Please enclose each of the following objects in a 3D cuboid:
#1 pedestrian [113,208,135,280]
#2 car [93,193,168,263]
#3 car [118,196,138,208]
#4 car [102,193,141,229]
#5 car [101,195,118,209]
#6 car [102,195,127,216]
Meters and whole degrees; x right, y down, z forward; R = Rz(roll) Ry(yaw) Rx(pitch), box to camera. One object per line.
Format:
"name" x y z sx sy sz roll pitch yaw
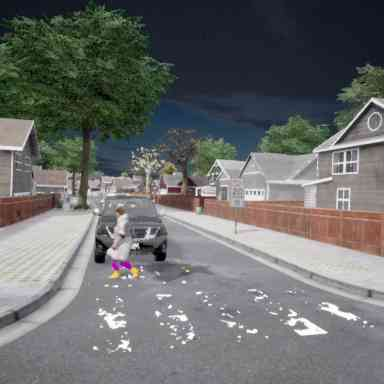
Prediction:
"pedestrian" -1.702 1.224 8.292 0.375 1.860 0.375 1 1 -14
"car" -2.297 1.157 12.047 2.150 2.045 5.566 2 0 -14
"car" -9.255 1.367 47.785 2.128 1.511 4.902 2 0 -18
"car" -4.833 1.133 22.096 2.150 2.045 5.566 2 0 -15
"car" -10.699 1.288 42.845 1.882 1.535 5.008 2 0 -17
"car" -7.488 1.224 31.815 2.097 1.767 4.553 2 0 -16
